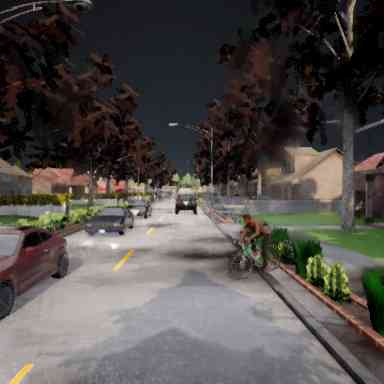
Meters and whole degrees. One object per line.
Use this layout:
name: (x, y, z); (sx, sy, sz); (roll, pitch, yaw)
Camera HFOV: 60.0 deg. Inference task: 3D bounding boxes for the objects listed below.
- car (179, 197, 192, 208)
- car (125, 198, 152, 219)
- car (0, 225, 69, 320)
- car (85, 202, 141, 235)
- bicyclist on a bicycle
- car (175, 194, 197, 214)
car: (-0.905, 1.498, 49.034); (1.812, 1.442, 4.674); (0, 0, -1)
car: (-4.635, 1.475, 29.130); (2.128, 1.511, 4.902); (0, 0, -1)
car: (-4.227, 1.521, 7.373); (1.812, 1.442, 4.674); (0, 0, -1)
car: (-4.456, 1.537, 18.913); (2.033, 1.411, 5.357); (0, 0, -1)
bicyclist on a bicycle: (1.625, 1.349, 8.580); (1.656, 1.620, 0.582); (-8, 3, -28)
car: (-0.617, 1.204, 34.955); (2.150, 2.045, 5.566); (0, 0, -1)
